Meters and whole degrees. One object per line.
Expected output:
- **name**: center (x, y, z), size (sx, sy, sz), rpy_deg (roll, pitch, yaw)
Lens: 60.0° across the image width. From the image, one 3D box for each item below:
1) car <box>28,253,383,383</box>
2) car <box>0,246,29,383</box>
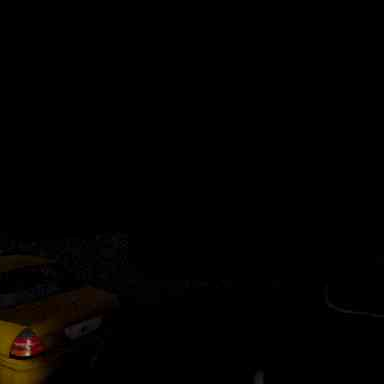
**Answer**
- **car**: center (1.504, 1.315, 1.875), size (5.009, 1.841, 2.192), rpy_deg (0, 1, 36)
- **car**: center (-3.114, 1.535, 5.172), size (4.829, 1.417, 1.752), rpy_deg (0, 1, 36)
